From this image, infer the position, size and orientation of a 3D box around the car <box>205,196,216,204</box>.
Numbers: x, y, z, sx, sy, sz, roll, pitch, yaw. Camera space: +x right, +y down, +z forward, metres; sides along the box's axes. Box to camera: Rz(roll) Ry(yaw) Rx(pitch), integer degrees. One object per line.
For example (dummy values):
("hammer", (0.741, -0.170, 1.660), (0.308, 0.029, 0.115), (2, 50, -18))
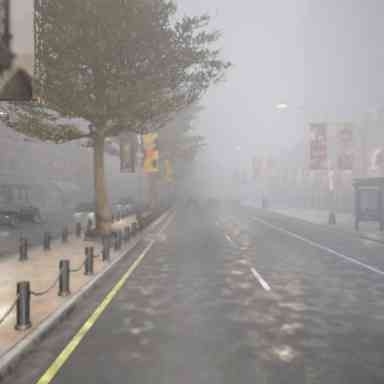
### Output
("car", (3.495, 1.500, 63.879), (1.895, 1.301, 4.718), (0, 0, 0))

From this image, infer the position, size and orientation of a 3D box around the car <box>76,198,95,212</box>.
("car", (-11.593, 1.466, 37.759), (1.812, 1.442, 4.674), (0, 0, 0))

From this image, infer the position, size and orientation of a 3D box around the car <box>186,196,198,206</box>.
("car", (-0.005, 1.421, 53.730), (1.837, 1.490, 4.892), (0, 0, 0))

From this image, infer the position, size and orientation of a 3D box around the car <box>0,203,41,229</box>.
("car", (-11.600, 1.458, 21.616), (2.128, 1.511, 4.902), (0, 0, 0))

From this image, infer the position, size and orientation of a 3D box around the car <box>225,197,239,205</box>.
("car", (6.745, 1.506, 56.390), (1.895, 1.301, 4.718), (0, 0, 0))

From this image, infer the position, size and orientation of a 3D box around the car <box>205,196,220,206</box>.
("car", (3.495, 1.479, 54.084), (1.994, 1.385, 4.181), (0, 0, 0))

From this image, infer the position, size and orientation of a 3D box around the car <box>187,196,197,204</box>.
("car", (-0.005, 1.464, 63.848), (1.994, 1.385, 4.181), (0, 0, 0))

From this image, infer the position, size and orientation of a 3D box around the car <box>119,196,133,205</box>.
("car", (-11.506, 1.397, 58.233), (1.882, 1.535, 5.008), (0, 0, 0))
